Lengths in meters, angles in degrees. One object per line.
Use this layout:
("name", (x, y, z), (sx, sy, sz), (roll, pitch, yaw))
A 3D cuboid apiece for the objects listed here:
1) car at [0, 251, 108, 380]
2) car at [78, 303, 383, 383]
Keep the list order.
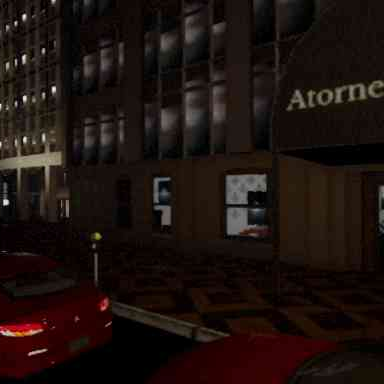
("car", (-2.974, 1.563, 5.007), (4.206, 1.307, 1.802), (0, 0, 36))
("car", (1.618, 1.546, 1.730), (4.507, 1.381, 1.887), (0, 0, 36))
